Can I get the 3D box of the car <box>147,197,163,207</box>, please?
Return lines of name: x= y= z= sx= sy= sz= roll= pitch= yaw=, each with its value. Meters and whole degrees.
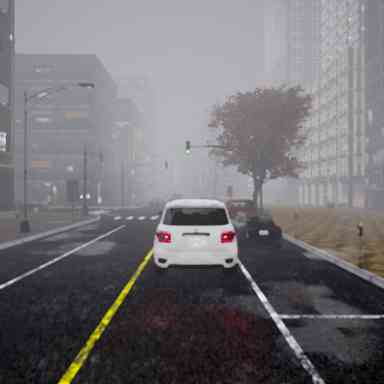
car: x=-5.734 y=1.545 z=52.450 sx=2.008 sy=1.369 sz=4.403 roll=0 pitch=0 yaw=0

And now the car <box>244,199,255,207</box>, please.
car: x=2.676 y=1.308 z=20.069 sx=2.192 sy=1.841 sz=5.009 roll=0 pitch=0 yaw=0

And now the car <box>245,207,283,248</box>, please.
car: x=2.681 y=1.560 z=14.546 sx=1.947 sy=1.339 sz=4.313 roll=0 pitch=0 yaw=0

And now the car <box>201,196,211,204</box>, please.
car: x=2.636 y=1.527 z=63.692 sx=1.752 sy=1.417 sz=4.829 roll=0 pitch=0 yaw=0

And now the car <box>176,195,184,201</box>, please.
car: x=-3.073 y=1.474 z=85.027 sx=1.837 sy=1.490 sz=4.892 roll=0 pitch=0 yaw=0

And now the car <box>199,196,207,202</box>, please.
car: x=2.622 y=1.599 z=80.120 sx=1.802 sy=1.307 sz=4.206 roll=0 pitch=0 yaw=0

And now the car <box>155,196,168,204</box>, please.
car: x=-5.744 y=1.552 z=63.516 sx=2.008 sy=1.369 sz=4.403 roll=0 pitch=0 yaw=0

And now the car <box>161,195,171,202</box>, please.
car: x=-5.753 y=1.451 z=74.581 sx=1.967 sy=1.590 sz=4.097 roll=0 pitch=0 yaw=0

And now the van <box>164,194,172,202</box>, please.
van: x=-5.758 y=1.358 z=80.114 sx=1.690 sy=1.788 sz=3.998 roll=0 pitch=0 yaw=0

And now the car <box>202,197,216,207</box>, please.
car: x=2.647 y=1.539 z=52.457 sx=1.887 sy=1.381 sz=4.507 roll=0 pitch=0 yaw=0

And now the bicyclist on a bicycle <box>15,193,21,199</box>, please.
bicyclist on a bicycle: x=-23.206 y=0.995 z=44.278 sx=0.582 sy=1.620 sz=1.656 roll=1 pitch=0 yaw=-1

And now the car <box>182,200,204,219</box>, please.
car: x=0.073 y=1.516 z=30.291 sx=1.812 sy=1.442 sz=4.674 roll=0 pitch=0 yaw=0

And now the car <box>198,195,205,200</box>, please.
car: x=2.612 y=1.554 z=91.356 sx=1.752 sy=1.417 sz=4.829 roll=0 pitch=0 yaw=0

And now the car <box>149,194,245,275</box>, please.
car: x=0.090 y=1.221 z=10.532 sx=2.150 sy=2.045 sz=5.566 roll=0 pitch=0 yaw=0

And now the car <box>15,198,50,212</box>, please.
car: x=-16.453 y=1.330 z=33.034 sx=4.403 sy=1.369 sz=2.008 roll=1 pitch=-1 yaw=-1
